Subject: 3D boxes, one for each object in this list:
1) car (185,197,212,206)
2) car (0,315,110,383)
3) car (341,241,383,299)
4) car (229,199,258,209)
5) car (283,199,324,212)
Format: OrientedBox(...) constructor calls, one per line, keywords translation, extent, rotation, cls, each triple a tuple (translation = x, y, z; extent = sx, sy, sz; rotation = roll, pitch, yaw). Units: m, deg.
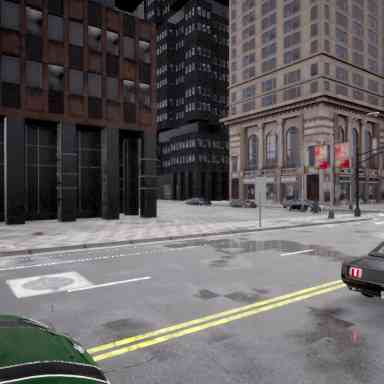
OrientedBox(translation=(1.009, 1.596, 54.836), extent=(2.033, 1.411, 5.357), rotation=(0, 0, -36), cls="car")
OrientedBox(translation=(-2.605, 1.352, 1.579), extent=(4.553, 1.767, 2.097), rotation=(0, 0, -36), cls="car")
OrientedBox(translation=(5.383, 1.600, 7.284), extent=(4.718, 1.301, 1.895), rotation=(0, 0, -35), cls="car")
OrientedBox(translation=(7.075, 1.600, 46.244), extent=(1.994, 1.385, 4.181), rotation=(0, 0, -36), cls="car")
OrientedBox(translation=(12.744, 1.516, 38.244), extent=(2.128, 1.511, 4.902), rotation=(0, 0, -35), cls="car")
